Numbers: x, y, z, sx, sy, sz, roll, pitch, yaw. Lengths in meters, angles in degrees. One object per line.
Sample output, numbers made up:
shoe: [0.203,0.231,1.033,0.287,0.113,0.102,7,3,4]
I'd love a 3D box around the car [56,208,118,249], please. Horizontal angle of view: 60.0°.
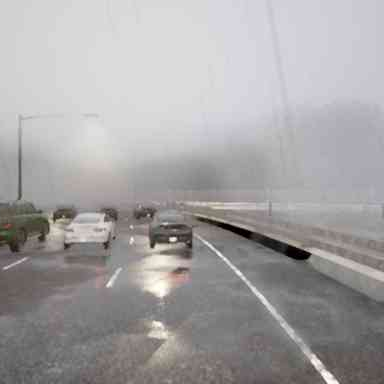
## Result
car: [-4.580,1.672,15.276,1.812,1.442,4.674,0,0,-8]

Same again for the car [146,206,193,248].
car: [-1.101,1.656,15.681,1.837,1.490,4.892,0,0,-8]

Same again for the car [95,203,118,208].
car: [-7.853,1.799,30.584,1.837,1.490,4.892,0,0,-16]

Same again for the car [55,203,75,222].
car: [-11.222,1.791,29.635,1.837,1.490,4.892,0,0,-16]

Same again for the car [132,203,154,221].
car: [-4.486,1.806,31.538,1.837,1.490,4.892,0,0,-16]

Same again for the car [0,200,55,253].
car: [-7.989,1.356,14.454,2.150,2.045,5.566,0,0,-8]
